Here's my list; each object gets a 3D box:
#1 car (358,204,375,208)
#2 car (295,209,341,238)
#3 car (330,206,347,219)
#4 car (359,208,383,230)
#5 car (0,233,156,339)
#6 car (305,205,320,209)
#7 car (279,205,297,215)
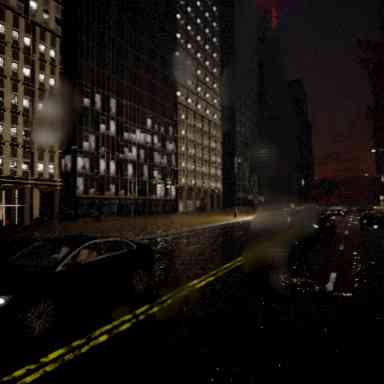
[{"bbox_3d":[22.983,2.323,43.758,1.882,1.535,5.008,-1,-2,26],"label":"car"},{"bbox_3d":[8.048,2.012,21.029,1.994,1.385,4.181,-1,-2,26],"label":"car"},{"bbox_3d":[17.140,2.350,39.298,2.033,1.411,5.357,-1,-2,26],"label":"car"},{"bbox_3d":[13.287,2.067,24.267,1.895,1.301,4.718,-1,-2,26],"label":"car"},{"bbox_3d":[-2.671,1.718,7.236,2.128,1.511,4.902,-1,-2,26],"label":"car"},{"bbox_3d":[16.437,2.519,45.570,2.033,1.411,5.357,-1,-2,27],"label":"car"},{"bbox_3d":[13.692,2.544,47.346,2.128,1.511,4.902,-1,-2,27],"label":"car"}]
